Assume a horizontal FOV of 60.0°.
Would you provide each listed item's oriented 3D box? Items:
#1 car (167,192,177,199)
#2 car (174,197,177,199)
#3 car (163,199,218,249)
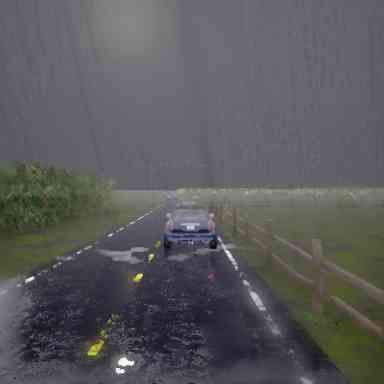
[{"bbox_3d":[-4.576,1.134,76.656,2.150,2.045,5.566,0,0,-3],"label":"car"},{"bbox_3d":[-0.293,1.479,29.697,2.128,1.511,4.902,0,0,-1],"label":"car"},{"bbox_3d":[-0.073,1.361,14.655,2.097,1.767,4.553,0,0,-1],"label":"car"}]
